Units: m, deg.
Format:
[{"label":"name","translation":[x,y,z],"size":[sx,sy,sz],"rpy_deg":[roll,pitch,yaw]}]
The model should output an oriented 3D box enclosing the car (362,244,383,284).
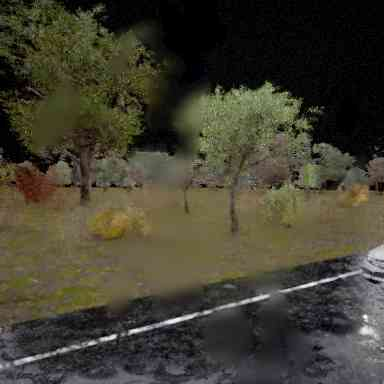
[{"label":"car","translation":[6.211,1.525,8.420],"size":[4.674,1.442,1.812],"rpy_deg":[0,0,-35]}]
